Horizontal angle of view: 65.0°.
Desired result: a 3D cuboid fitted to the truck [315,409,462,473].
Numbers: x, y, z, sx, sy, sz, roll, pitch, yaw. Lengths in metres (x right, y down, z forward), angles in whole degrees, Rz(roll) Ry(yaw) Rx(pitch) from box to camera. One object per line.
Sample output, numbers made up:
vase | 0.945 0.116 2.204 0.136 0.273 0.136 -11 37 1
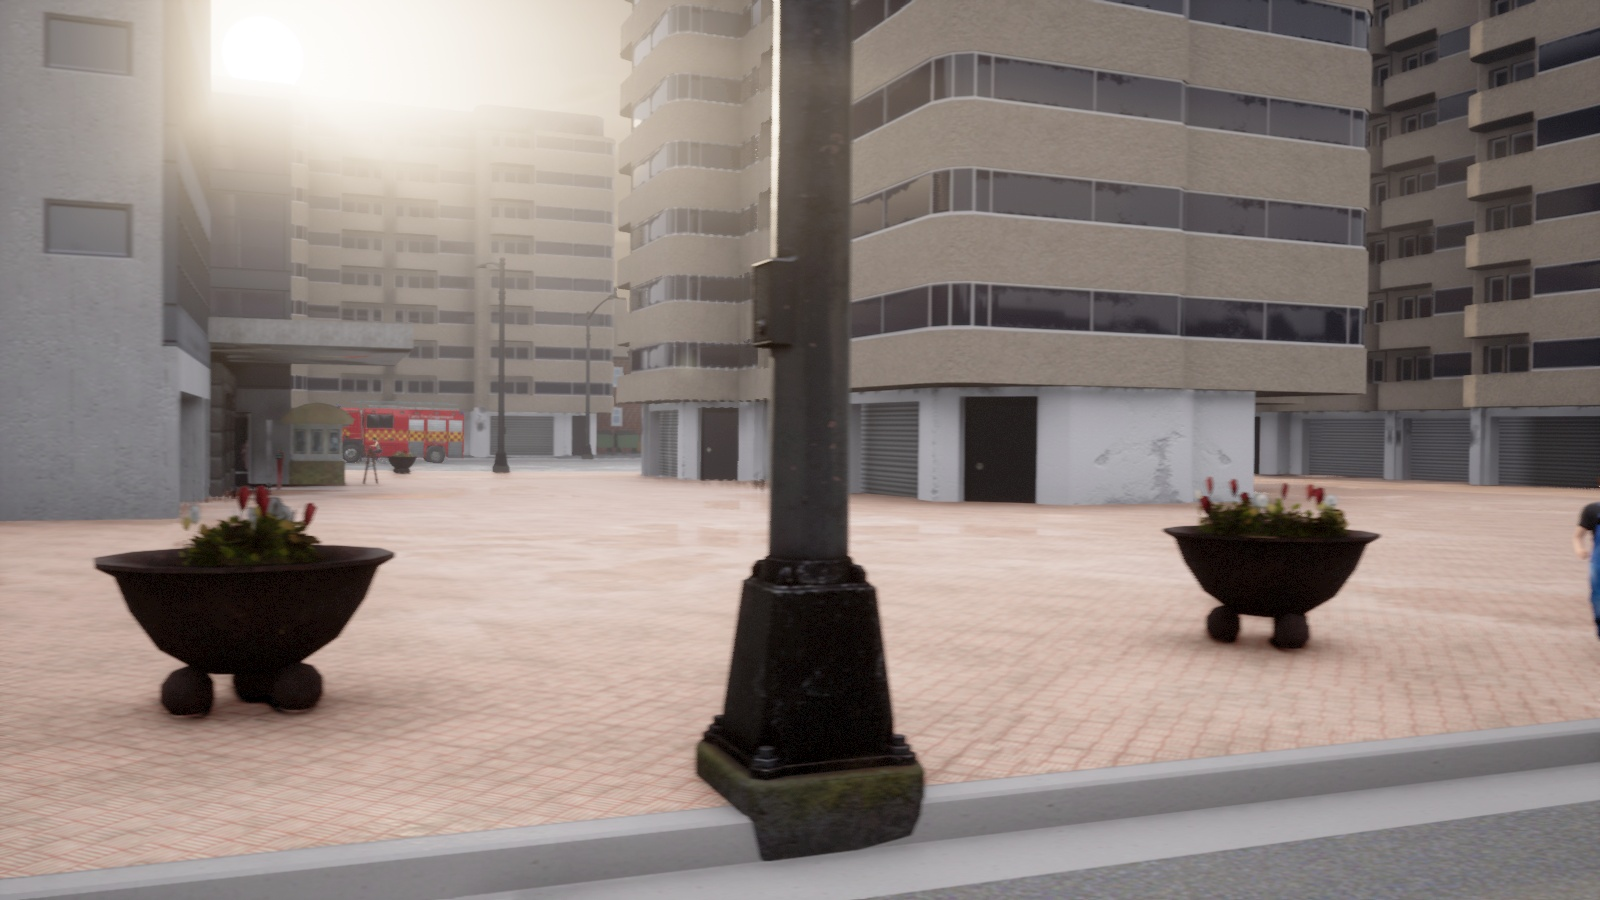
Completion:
truck | -25.599 -0.556 78.196 8.468 3.827 2.891 0 1 -22

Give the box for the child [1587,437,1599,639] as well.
child | 5.197 0.547 7.964 0.270 1.263 0.437 0 1 43
